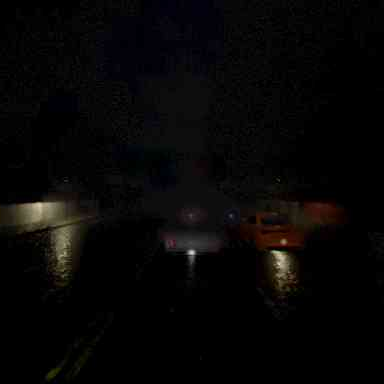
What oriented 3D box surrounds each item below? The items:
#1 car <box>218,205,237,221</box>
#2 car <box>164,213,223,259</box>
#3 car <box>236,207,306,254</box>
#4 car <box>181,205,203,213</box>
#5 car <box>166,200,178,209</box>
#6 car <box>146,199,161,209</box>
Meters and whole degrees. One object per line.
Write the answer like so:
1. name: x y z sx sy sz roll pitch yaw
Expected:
1. car: 3.249 1.821 28.897 1.812 1.442 4.674 0 0 0
2. car: 0.005 1.736 13.240 1.895 1.301 4.718 0 -1 0
3. car: 3.266 1.623 14.234 1.882 1.535 5.008 0 0 0
4. car: -0.001 1.821 28.903 1.812 1.442 4.674 0 0 0
5. car: -3.324 2.044 55.810 1.882 1.535 5.008 0 -1 0
6. car: -6.567 1.925 56.617 2.097 1.767 4.553 0 0 0
